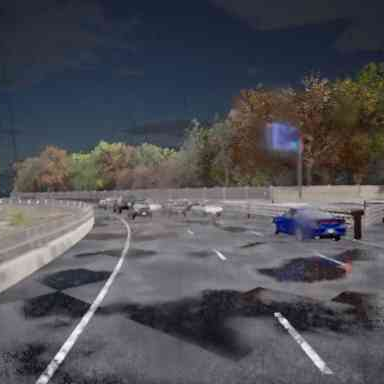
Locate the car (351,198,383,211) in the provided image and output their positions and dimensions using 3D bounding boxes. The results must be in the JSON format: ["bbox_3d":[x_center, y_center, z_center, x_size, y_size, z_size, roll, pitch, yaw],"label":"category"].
[{"bbox_3d":[22.092,1.507,40.692,5.008,1.535,1.882,0,0,7],"label":"car"}]

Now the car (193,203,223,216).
[{"bbox_3d":[1.479,1.770,34.430,1.895,1.301,4.718,0,0,-18],"label":"car"}]

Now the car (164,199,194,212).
[{"bbox_3d":[-1.810,1.736,43.272,2.128,1.511,4.902,0,0,-25],"label":"car"}]

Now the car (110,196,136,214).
[{"bbox_3d":[-8.003,1.500,39.958,2.150,2.045,5.566,0,0,-22],"label":"car"}]

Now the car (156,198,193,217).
[{"bbox_3d":[-1.911,1.685,33.544,2.128,1.511,4.902,0,0,-18],"label":"car"}]

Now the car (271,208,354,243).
[{"bbox_3d":[5.569,1.519,16.605,1.882,1.535,5.008,0,0,-8],"label":"car"}]

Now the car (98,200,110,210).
[{"bbox_3d":[-12.611,1.862,49.702,2.128,1.511,4.902,0,0,-30],"label":"car"}]

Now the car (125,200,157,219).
[{"bbox_3d":[-4.888,1.733,31.338,1.812,1.442,4.674,0,0,-18],"label":"car"}]
